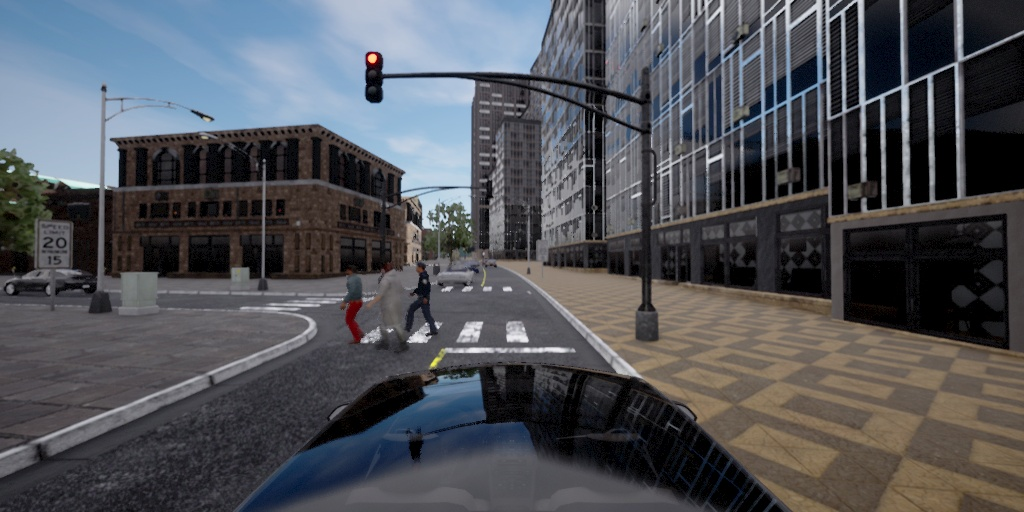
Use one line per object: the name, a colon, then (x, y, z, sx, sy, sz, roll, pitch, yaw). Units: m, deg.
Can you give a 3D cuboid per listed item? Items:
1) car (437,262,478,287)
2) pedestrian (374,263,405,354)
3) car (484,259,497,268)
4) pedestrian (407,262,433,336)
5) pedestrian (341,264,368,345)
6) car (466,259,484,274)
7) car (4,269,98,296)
car: (-3.675, 1.303, 24.094, 1.895, 1.301, 4.718, 0, 0, 0)
pedestrian: (-2.522, 1.033, 7.394, 0.375, 1.860, 0.375, 1, -1, -1)
car: (-3.477, 1.175, 58.520, 2.033, 1.411, 5.357, 0, 0, -7)
pedestrian: (-2.243, 1.030, 8.781, 0.375, 1.860, 0.375, 1, -1, -1)
pedestrian: (-3.549, 1.030, 8.019, 0.375, 1.860, 0.375, 1, -1, -1)
car: (-4.489, 1.213, 39.760, 2.033, 1.411, 5.357, 0, 0, -4)
car: (-24.202, 1.346, 18.910, 4.403, 1.370, 2.007, 0, 0, 9)
